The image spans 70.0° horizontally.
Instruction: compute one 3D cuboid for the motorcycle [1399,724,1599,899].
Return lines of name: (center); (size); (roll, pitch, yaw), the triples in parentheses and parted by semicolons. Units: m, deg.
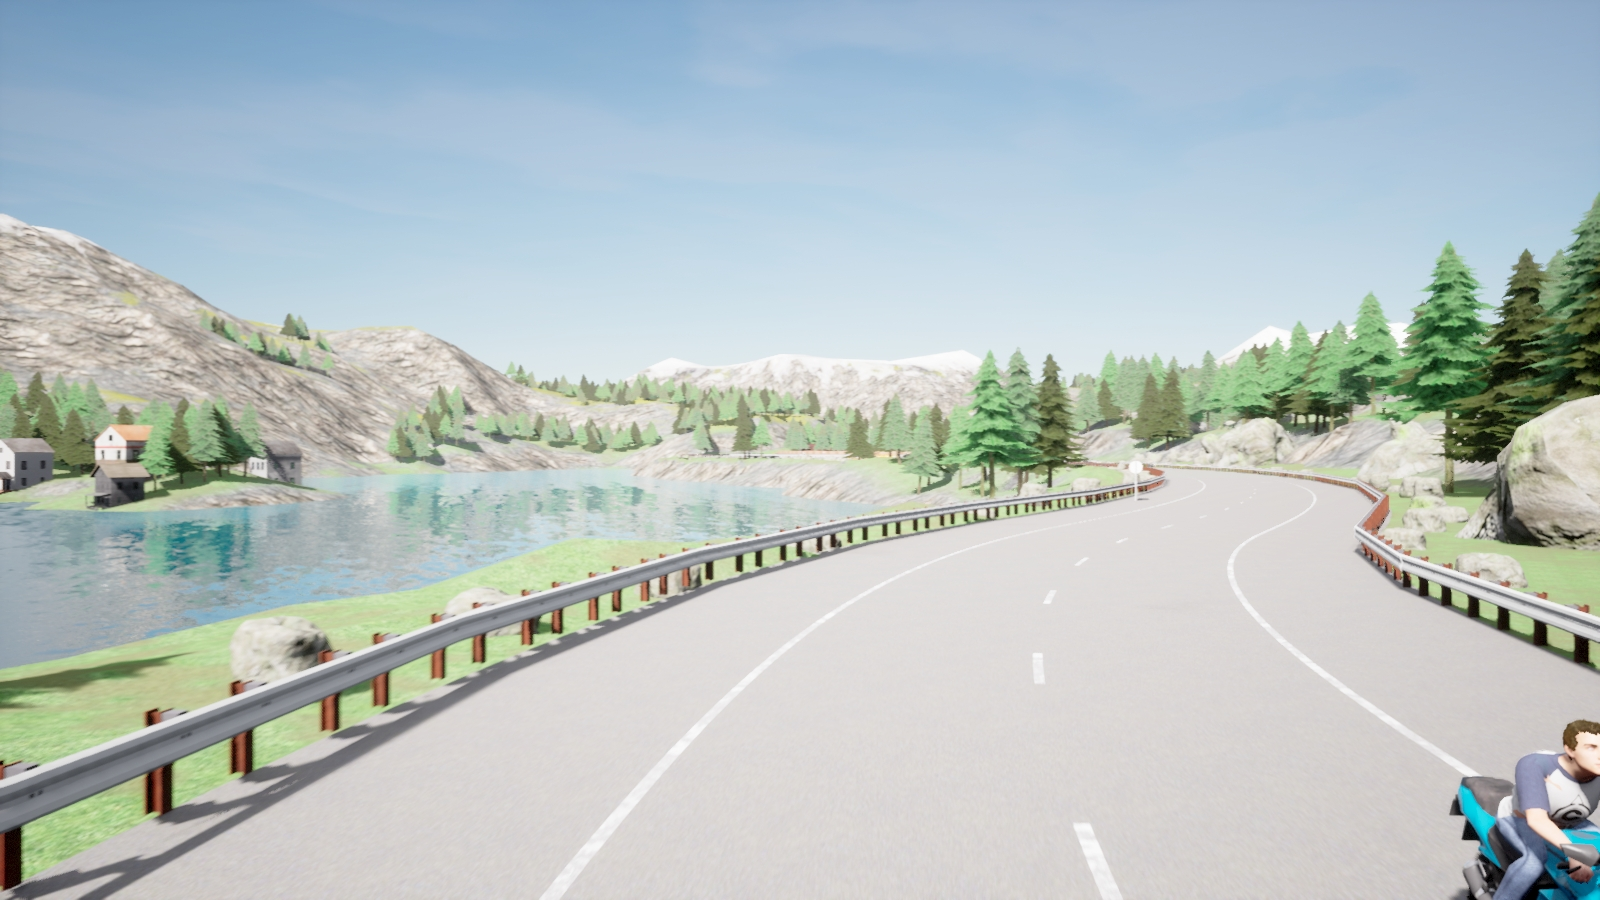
motorcycle: (3.738, 2.179, 5.499); (0.803, 1.217, 2.033); (0, 0, 5)
